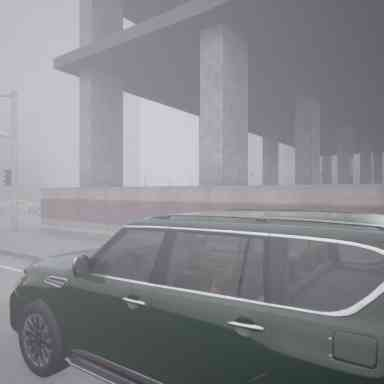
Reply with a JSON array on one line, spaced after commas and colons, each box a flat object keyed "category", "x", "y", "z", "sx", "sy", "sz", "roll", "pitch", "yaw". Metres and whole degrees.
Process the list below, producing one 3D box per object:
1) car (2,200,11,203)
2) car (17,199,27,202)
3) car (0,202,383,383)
[{"category": "car", "x": -18.323, "y": 1.533, "z": 33.742, "sx": 1.882, "sy": 1.535, "sz": 5.008, "roll": 0, "pitch": 0, "yaw": 36}, {"category": "car", "x": -14.274, "y": 1.547, "z": 33.391, "sx": 2.128, "sy": 1.511, "sz": 4.902, "roll": 0, "pitch": 0, "yaw": 36}, {"category": "car", "x": 0.147, "y": 1.221, "z": 3.878, "sx": 5.566, "sy": 2.045, "sz": 2.150, "roll": 0, "pitch": 0, "yaw": 35}]
